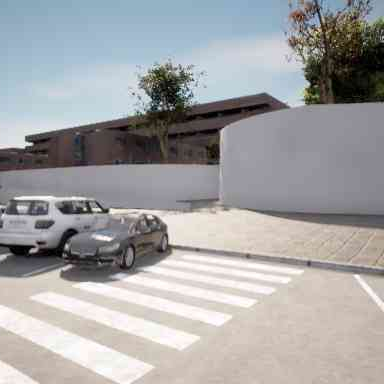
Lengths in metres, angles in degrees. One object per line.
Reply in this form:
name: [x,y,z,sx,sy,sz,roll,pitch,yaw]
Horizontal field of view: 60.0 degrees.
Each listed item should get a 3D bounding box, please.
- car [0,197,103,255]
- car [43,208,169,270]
car: [-4.670,1.213,12.850,2.435,2.045,5.566,0,-1,15]
car: [-2.237,1.458,11.091,2.231,1.521,4.892,0,-1,15]
